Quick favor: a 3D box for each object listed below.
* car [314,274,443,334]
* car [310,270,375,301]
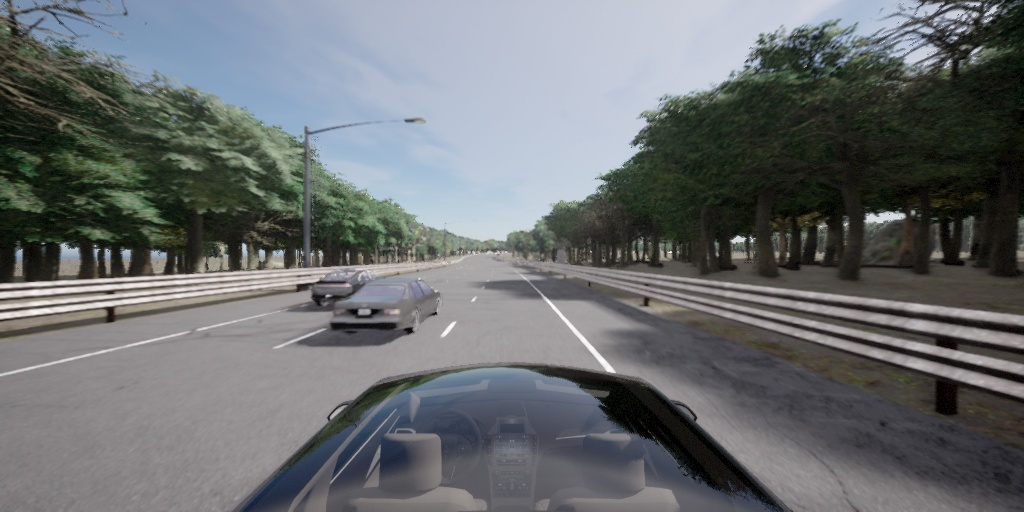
[{"bbox_3d":[-3.439,1.363,10.851,2.033,1.411,5.357,0,0,0],"label":"car"},{"bbox_3d":[-6.993,1.347,16.052,2.128,1.511,4.902,0,0,-1],"label":"car"}]
